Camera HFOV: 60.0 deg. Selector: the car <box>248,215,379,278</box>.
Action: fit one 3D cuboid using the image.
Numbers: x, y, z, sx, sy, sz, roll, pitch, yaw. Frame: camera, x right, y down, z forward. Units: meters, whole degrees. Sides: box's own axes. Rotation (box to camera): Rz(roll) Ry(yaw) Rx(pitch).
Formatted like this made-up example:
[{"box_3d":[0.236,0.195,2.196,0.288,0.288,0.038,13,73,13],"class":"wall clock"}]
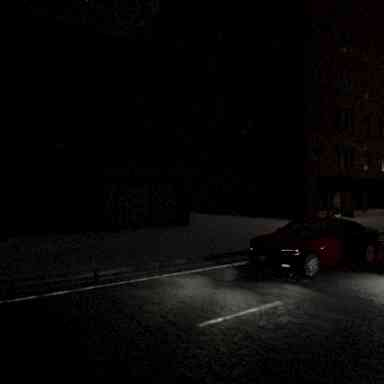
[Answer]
[{"box_3d":[3.943,1.530,10.495,5.008,1.535,1.882,0,0,-36],"class":"car"}]
